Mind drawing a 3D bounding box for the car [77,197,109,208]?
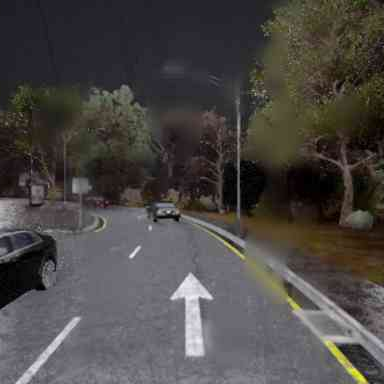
[{"bbox_3d":[-12.059,1.219,40.409,4.718,1.301,1.895,1,1,45],"label":"car"}]

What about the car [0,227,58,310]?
[{"bbox_3d":[-4.078,1.453,6.014,2.128,1.511,4.902,0,0,-1],"label":"car"}]

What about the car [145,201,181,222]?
[{"bbox_3d":[-2.204,1.354,24.393,2.033,1.411,5.357,0,0,-15],"label":"car"}]
